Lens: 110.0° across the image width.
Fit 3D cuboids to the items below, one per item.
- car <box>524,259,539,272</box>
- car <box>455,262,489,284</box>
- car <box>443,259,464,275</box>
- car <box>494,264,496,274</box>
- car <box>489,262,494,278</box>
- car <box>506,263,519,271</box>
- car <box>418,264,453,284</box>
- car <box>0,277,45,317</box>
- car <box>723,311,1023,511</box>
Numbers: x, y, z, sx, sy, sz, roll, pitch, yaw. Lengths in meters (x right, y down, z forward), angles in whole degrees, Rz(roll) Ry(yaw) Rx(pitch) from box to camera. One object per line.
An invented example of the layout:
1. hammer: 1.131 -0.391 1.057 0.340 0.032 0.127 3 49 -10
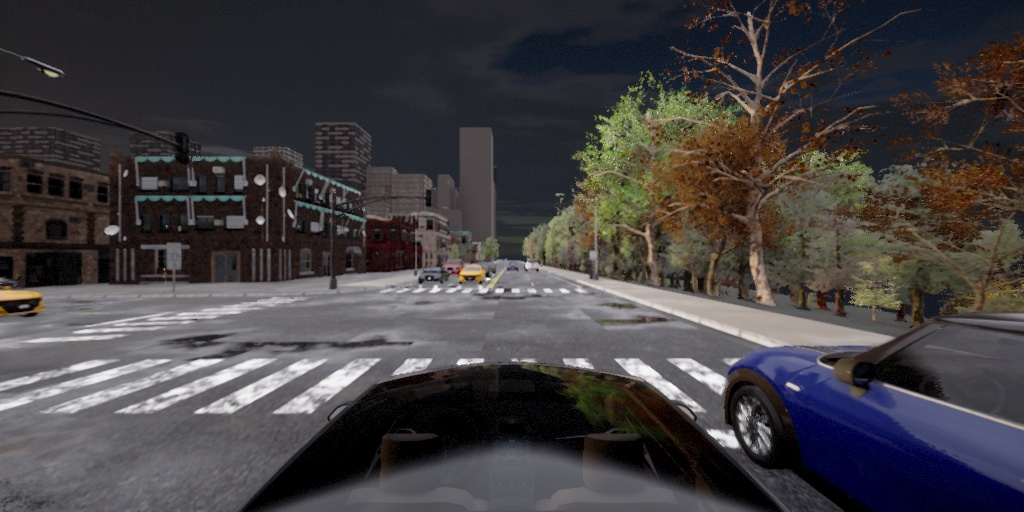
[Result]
1. car: 3.369 1.572 60.480 2.150 2.045 5.566 0 -1 0
2. car: -3.344 1.527 30.823 1.882 1.535 5.008 0 -1 0
3. car: -6.589 1.375 41.020 2.150 2.045 5.566 0 -1 0
4. car: -3.324 1.604 50.750 2.097 1.767 4.553 0 -1 0
5. car: -3.340 1.653 40.512 1.837 1.490 4.892 0 -1 0
6. car: 0.116 1.885 61.327 1.812 1.442 4.674 0 -1 0
7. car: -6.593 1.611 30.619 1.994 1.385 4.181 0 -1 0
8. car: -20.007 1.569 12.829 5.008 1.535 1.882 -1 0 -1
9. car: 3.351 1.105 2.062 2.097 1.767 4.553 0 -1 0
